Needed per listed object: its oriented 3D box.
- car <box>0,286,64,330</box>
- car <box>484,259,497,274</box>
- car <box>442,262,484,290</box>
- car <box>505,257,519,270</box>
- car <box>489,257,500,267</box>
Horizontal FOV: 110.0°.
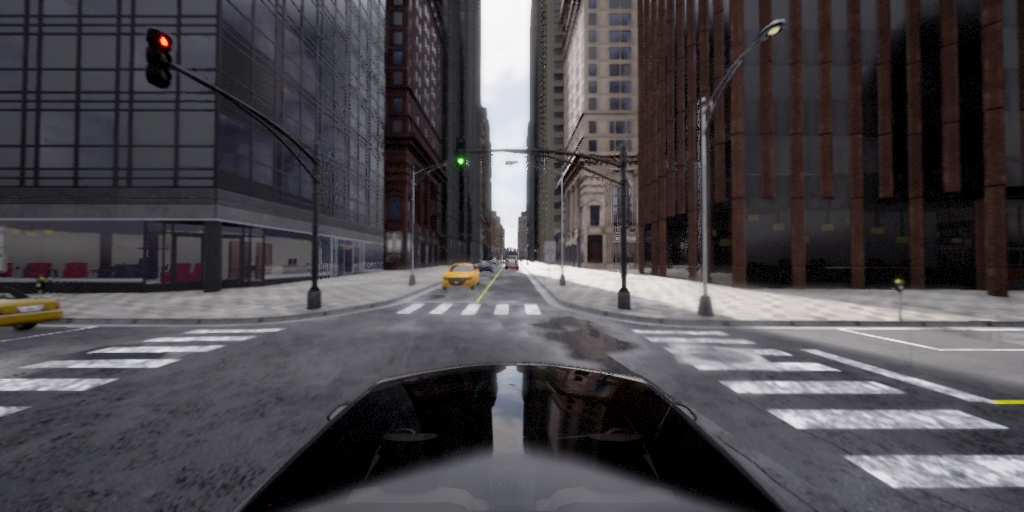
[{"bbox_3d":[-14.753,1.313,9.262,4.829,1.417,1.751,0,0,0],"label":"car"},{"bbox_3d":[-3.064,1.310,41.068,1.895,1.301,4.718,0,0,0],"label":"car"},{"bbox_3d":[-3.093,1.199,22.523,1.882,1.535,5.008,0,0,0],"label":"car"},{"bbox_3d":[-0.013,1.279,51.539,1.994,1.385,4.181,0,0,0],"label":"car"},{"bbox_3d":[-3.015,0.888,56.954,1.812,1.442,4.674,0,0,0],"label":"car"}]
